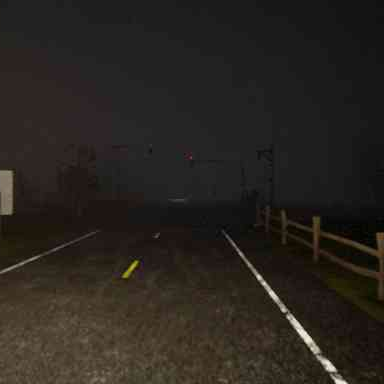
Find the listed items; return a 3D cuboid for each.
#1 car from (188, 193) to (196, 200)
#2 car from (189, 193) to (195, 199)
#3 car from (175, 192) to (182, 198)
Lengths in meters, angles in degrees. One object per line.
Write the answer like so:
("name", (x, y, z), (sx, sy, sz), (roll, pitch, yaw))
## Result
("car", (-0.027, 1.119, 83.587), (2.097, 1.767, 4.553), (0, 0, 0))
("car", (-0.031, 1.089, 93.623), (1.837, 1.490, 4.892), (0, 0, 0))
("car", (-3.529, 0.879, 87.790), (1.837, 1.490, 4.892), (0, 0, 0))
